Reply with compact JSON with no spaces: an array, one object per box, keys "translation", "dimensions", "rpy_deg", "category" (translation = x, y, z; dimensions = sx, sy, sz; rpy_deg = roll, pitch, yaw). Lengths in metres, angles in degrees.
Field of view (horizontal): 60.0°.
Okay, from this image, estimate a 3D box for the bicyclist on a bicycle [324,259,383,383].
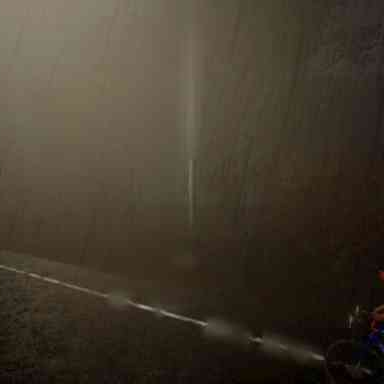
[{"translation":[2.203,1.525,3.410],"dimensions":[1.656,1.620,0.582],"rpy_deg":[-1,-1,37],"category":"bicyclist on a bicycle"}]
